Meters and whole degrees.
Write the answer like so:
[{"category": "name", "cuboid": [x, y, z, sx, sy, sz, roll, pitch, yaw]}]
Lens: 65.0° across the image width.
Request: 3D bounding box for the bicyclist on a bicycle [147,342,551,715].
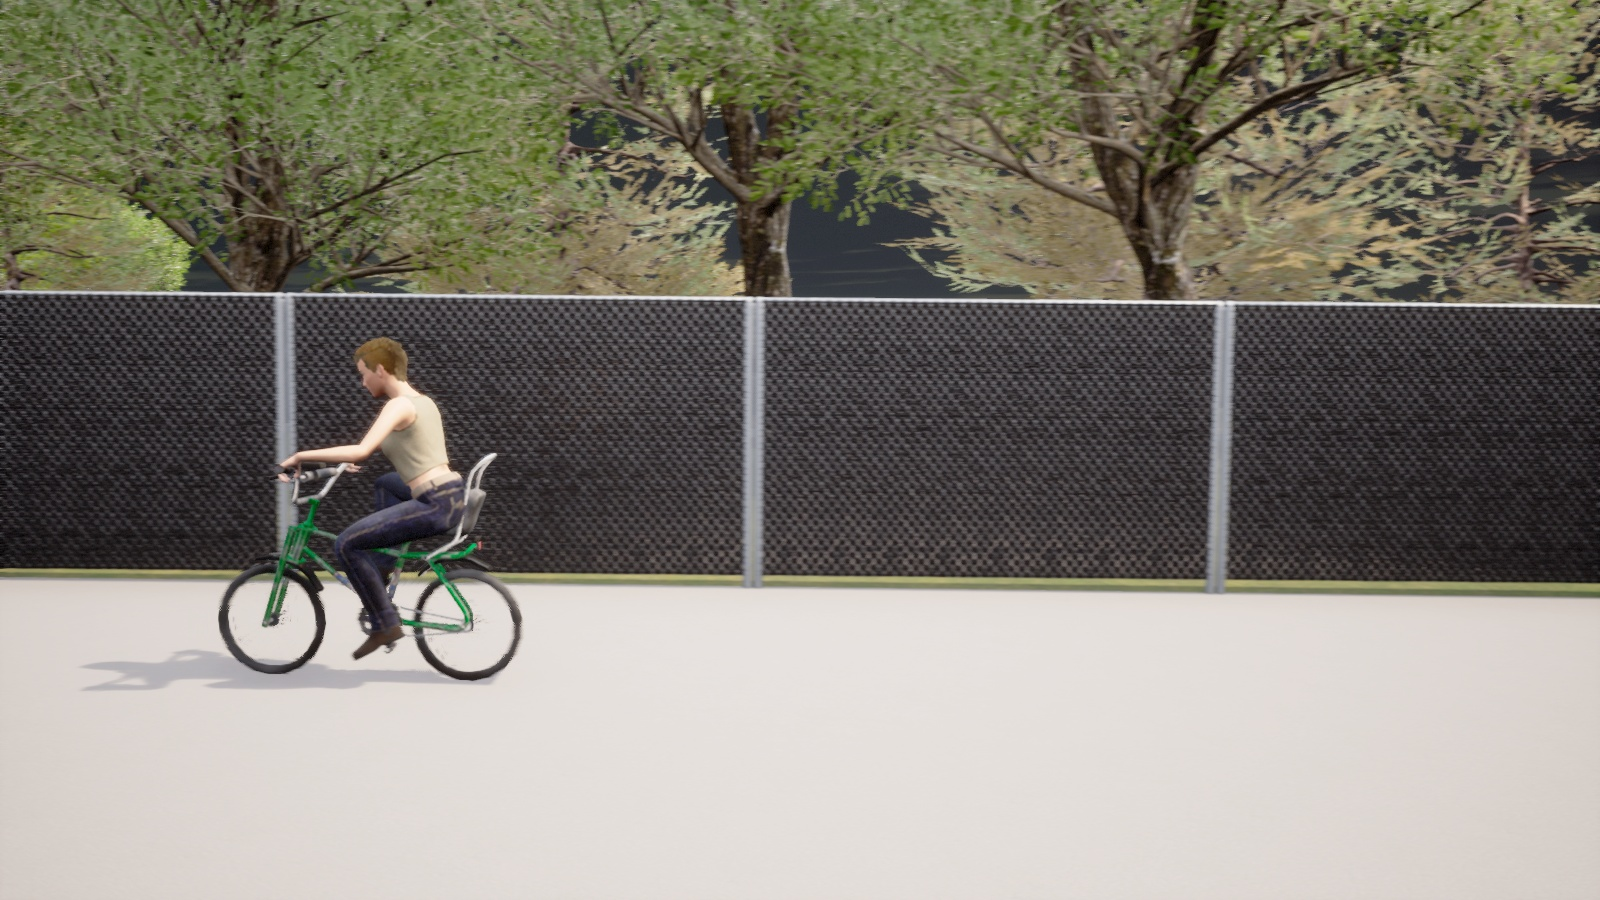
[{"category": "bicyclist on a bicycle", "cuboid": [-2.045, 0.317, 5.881, 1.509, 1.612, 0.866, 0, 4, 5]}]
